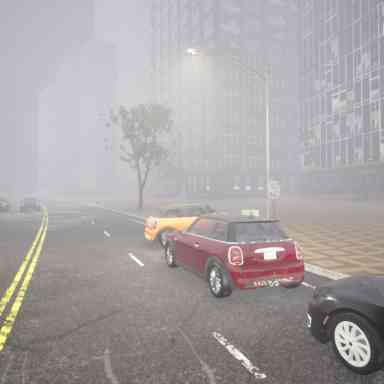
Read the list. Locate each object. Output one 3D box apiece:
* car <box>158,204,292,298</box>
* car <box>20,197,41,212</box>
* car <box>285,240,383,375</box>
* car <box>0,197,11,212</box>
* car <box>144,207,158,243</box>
[{"bbox_3d":[0.821,1.355,8.916,2.097,1.767,4.553,0,0,-22],"label":"car"},{"bbox_3d":[-19.073,1.393,39.341,2.097,1.767,4.553,0,0,-24],"label":"car"},{"bbox_3d":[3.588,1.505,3.462,1.837,1.490,4.892,0,0,-36],"label":"car"},{"bbox_3d":[-22.034,1.390,38.001,2.097,1.767,4.553,0,0,-24],"label":"car"},{"bbox_3d":[0.256,1.277,14.578,4.553,1.767,2.097,-3,1,-18],"label":"car"}]
